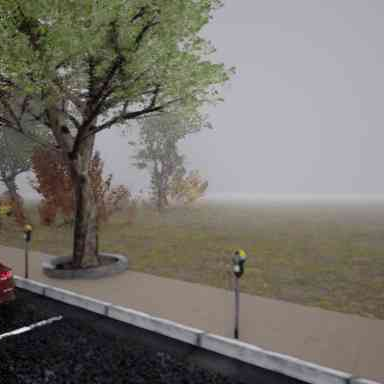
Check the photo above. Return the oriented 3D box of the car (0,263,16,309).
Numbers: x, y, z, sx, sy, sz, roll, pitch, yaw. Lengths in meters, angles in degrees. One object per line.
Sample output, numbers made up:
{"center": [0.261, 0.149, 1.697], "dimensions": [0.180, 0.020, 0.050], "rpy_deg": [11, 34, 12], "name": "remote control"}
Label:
{"center": [-4.986, 1.540, 6.347], "dimensions": [4.206, 1.307, 1.802], "rpy_deg": [0, 1, 35], "name": "car"}
